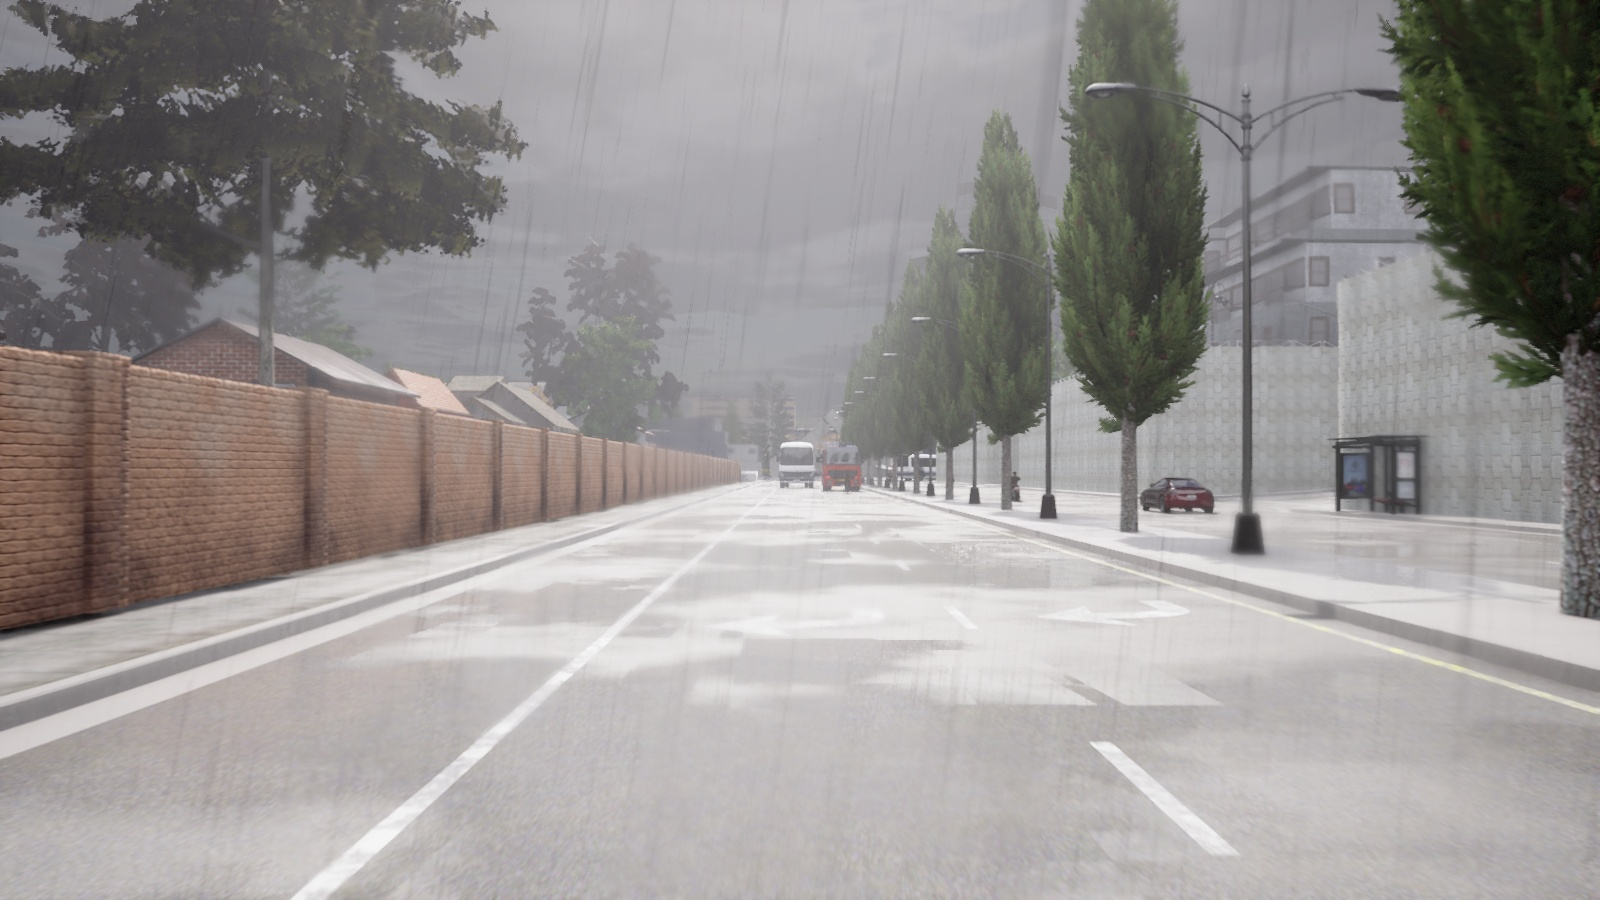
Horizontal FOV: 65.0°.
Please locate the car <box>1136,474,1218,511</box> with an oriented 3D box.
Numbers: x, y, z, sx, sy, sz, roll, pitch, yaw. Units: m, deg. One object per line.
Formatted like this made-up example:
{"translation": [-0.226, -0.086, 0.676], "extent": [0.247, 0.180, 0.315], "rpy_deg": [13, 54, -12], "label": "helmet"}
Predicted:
{"translation": [14.880, 1.653, 49.828], "extent": [1.994, 1.385, 4.181], "rpy_deg": [0, -1, 0], "label": "car"}
